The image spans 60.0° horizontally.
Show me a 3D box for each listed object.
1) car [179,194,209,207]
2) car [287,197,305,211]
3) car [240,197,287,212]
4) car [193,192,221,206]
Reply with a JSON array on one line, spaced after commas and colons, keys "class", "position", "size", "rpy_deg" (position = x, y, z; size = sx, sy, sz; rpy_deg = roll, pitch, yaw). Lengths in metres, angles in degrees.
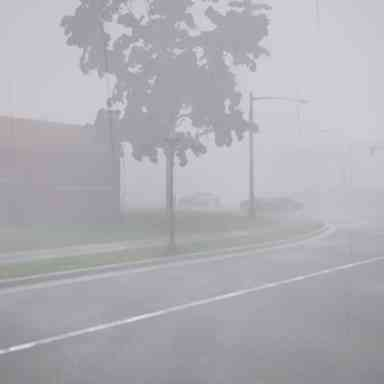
[{"class": "car", "position": [-0.090, 1.346, 47.286], "size": [1.837, 1.490, 4.892], "rpy_deg": [0, 0, -34]}, {"class": "car", "position": [10.446, 1.326, 37.768], "size": [1.837, 1.490, 4.892], "rpy_deg": [0, 0, -34]}, {"class": "car", "position": [7.375, 1.319, 36.065], "size": [1.882, 1.535, 5.008], "rpy_deg": [0, 0, -34]}, {"class": "car", "position": [2.073, 1.024, 50.358], "size": [2.150, 2.045, 5.566], "rpy_deg": [0, 0, -34]}]
